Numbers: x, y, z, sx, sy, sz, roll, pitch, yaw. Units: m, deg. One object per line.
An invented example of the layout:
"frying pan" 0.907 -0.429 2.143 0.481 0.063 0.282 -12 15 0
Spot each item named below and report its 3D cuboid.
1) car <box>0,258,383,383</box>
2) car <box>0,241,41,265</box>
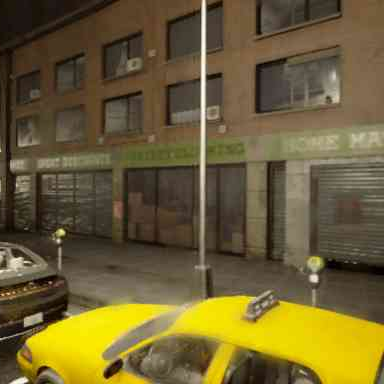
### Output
"car" 0.340 1.526 2.828 4.829 1.417 1.752 0 1 36
"car" -3.996 1.553 5.921 4.403 1.369 2.008 0 1 36
